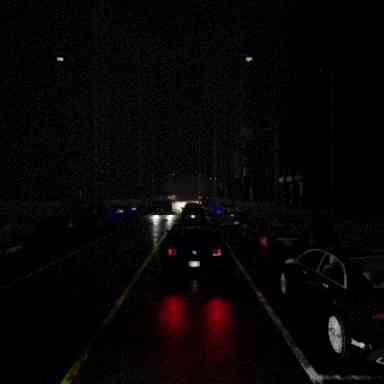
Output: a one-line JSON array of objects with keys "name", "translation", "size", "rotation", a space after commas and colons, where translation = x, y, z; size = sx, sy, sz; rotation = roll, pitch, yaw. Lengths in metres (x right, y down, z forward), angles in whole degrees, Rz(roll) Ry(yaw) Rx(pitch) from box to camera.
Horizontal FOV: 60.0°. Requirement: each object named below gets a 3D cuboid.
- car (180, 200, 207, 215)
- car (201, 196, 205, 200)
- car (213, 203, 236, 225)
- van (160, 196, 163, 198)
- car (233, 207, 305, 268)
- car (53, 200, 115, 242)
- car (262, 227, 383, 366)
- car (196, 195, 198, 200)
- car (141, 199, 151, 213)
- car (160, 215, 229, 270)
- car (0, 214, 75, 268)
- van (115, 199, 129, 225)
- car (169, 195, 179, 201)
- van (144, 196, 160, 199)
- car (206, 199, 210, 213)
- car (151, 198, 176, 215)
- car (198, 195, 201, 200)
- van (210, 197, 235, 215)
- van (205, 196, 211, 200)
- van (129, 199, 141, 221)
[{"name": "car", "translation": [0.080, 1.651, 28.032], "size": [1.837, 1.490, 4.892], "rotation": [0, 0, 0]}, {"name": "car", "translation": [2.748, 1.714, 51.218], "size": [1.967, 1.590, 4.097], "rotation": [0, 0, 0]}, {"name": "car", "translation": [2.755, 1.670, 22.830], "size": [2.008, 1.369, 4.403], "rotation": [0, 0, 0]}, {"name": "van", "translation": [-5.779, 1.646, 56.884], "size": [1.690, 1.788, 3.998], "rotation": [0, 0, 0]}, {"name": "car", "translation": [2.758, 1.500, 11.475], "size": [1.967, 1.590, 4.097], "rotation": [0, 0, 0]}, {"name": "car", "translation": [-5.769, 1.404, 17.142], "size": [2.192, 1.841, 5.009], "rotation": [0, 0, 0]}, {"name": "car", "translation": [2.760, 1.581, 5.797], "size": [2.008, 1.369, 4.403], "rotation": [0, 0, 0]}, {"name": "car", "translation": [2.738, 2.043, 89.545], "size": [2.008, 1.369, 4.403], "rotation": [0, 0, 0]}, {"name": "car", "translation": [-5.774, 1.792, 39.850], "size": [1.802, 1.307, 4.206], "rotation": [0, 0, 0]}, {"name": "car", "translation": [0.080, 1.659, 11.163], "size": [1.895, 1.301, 4.718], "rotation": [0, 0, 0]}, {"name": "car", "translation": [-5.767, 1.642, 11.464], "size": [1.802, 1.307, 4.206], "rotation": [0, 0, 0]}, {"name": "van", "translation": [-5.770, 1.460, 22.820], "size": [1.690, 1.788, 3.998], "rotation": [0, 0, 0]}, {"name": "car", "translation": [-5.789, 1.840, 95.175], "size": [2.192, 1.841, 5.009], "rotation": [0, 0, 0]}, {"name": "van", "translation": [-5.776, 1.583, 45.529], "size": [1.690, 1.788, 3.998], "rotation": [0, 0, 0]}, {"name": "car", "translation": [2.752, 1.725, 34.185], "size": [1.887, 1.381, 4.507], "rotation": [0, 0, 0]}, {"name": "car", "translation": [-3.106, 1.700, 36.921], "size": [1.837, 1.490, 4.892], "rotation": [0, 0, 0]}, {"name": "car", "translation": [2.745, 1.652, 62.573], "size": [2.192, 1.841, 5.009], "rotation": [0, 0, 0]}, {"name": "van", "translation": [2.753, 1.490, 28.509], "size": [1.690, 1.788, 3.998], "rotation": [0, 0, 0]}, {"name": "van", "translation": [2.751, 1.552, 39.863], "size": [1.690, 1.788, 3.998], "rotation": [0, 0, 0]}, {"name": "van", "translation": [-5.772, 1.490, 28.497], "size": [1.690, 1.788, 3.998], "rotation": [0, 0, 0]}]
